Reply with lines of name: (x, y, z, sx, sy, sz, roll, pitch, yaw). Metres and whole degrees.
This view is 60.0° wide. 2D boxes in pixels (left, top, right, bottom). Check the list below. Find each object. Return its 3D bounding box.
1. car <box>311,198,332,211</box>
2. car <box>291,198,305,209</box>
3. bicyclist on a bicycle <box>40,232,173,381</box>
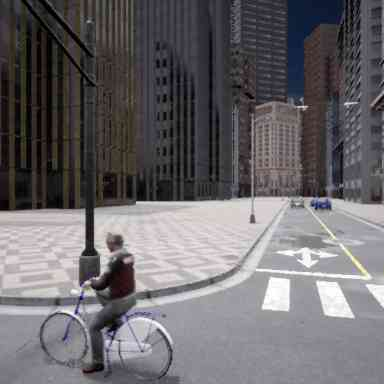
car: (16.779, 1.557, 42.770, 1.882, 1.535, 5.008, 0, 0, 18)
car: (15.121, 1.577, 47.632, 2.128, 1.511, 4.902, 0, 0, 17)
bicyclist on a bicycle: (-1.118, 1.371, 4.110, 1.843, 1.776, 0.659, 0, 0, 17)
